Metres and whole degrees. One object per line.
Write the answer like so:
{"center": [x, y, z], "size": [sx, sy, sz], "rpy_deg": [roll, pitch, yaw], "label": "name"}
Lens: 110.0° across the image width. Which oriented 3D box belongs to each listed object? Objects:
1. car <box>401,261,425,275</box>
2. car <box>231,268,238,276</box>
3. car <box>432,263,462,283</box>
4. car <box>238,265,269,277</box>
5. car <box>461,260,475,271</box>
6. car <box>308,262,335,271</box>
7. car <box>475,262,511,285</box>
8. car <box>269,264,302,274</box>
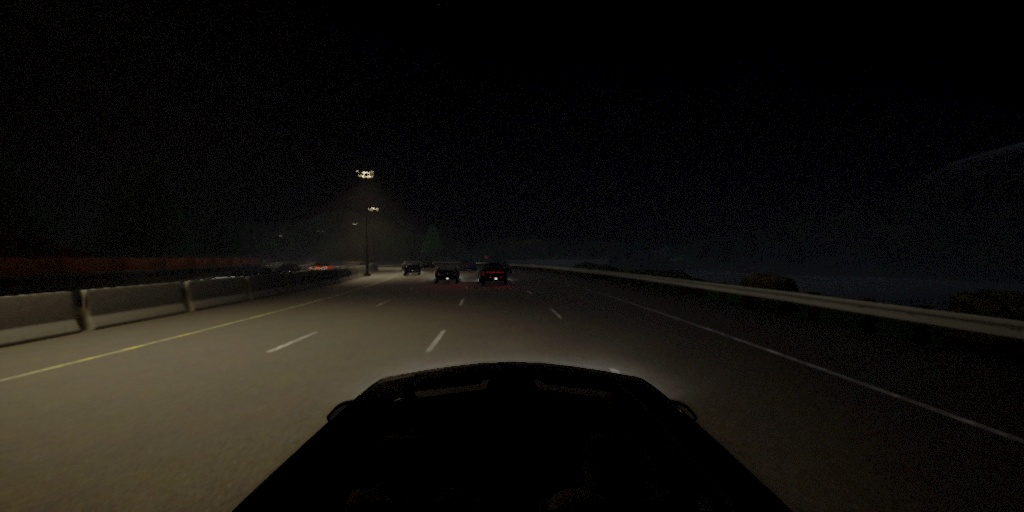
{"center": [-11.939, 1.450, 43.219], "size": [2.128, 1.511, 4.902], "rpy_deg": [-1, 0, -14], "label": "car"}
{"center": [-35.088, 1.848, 47.520], "size": [2.033, 1.411, 5.357], "rpy_deg": [-1, 0, -17], "label": "car"}
{"center": [-5.383, 1.452, 29.945], "size": [1.895, 1.301, 4.718], "rpy_deg": [-1, 0, -10], "label": "car"}
{"center": [-30.035, 1.786, 42.545], "size": [1.994, 1.385, 4.181], "rpy_deg": [-1, 0, -15], "label": "car"}
{"center": [-6.498, 1.432, 52.208], "size": [2.033, 1.411, 5.357], "rpy_deg": [-1, 0, -19], "label": "car"}
{"center": [-23.056, 1.473, 43.529], "size": [2.097, 1.767, 4.553], "rpy_deg": [-1, 0, -15], "label": "car"}
{"center": [-1.508, 1.299, 27.191], "size": [1.837, 1.490, 4.892], "rpy_deg": [0, 0, -9], "label": "car"}
{"center": [-26.324, 1.673, 42.259], "size": [1.837, 1.490, 4.892], "rpy_deg": [-1, 0, -15], "label": "car"}
